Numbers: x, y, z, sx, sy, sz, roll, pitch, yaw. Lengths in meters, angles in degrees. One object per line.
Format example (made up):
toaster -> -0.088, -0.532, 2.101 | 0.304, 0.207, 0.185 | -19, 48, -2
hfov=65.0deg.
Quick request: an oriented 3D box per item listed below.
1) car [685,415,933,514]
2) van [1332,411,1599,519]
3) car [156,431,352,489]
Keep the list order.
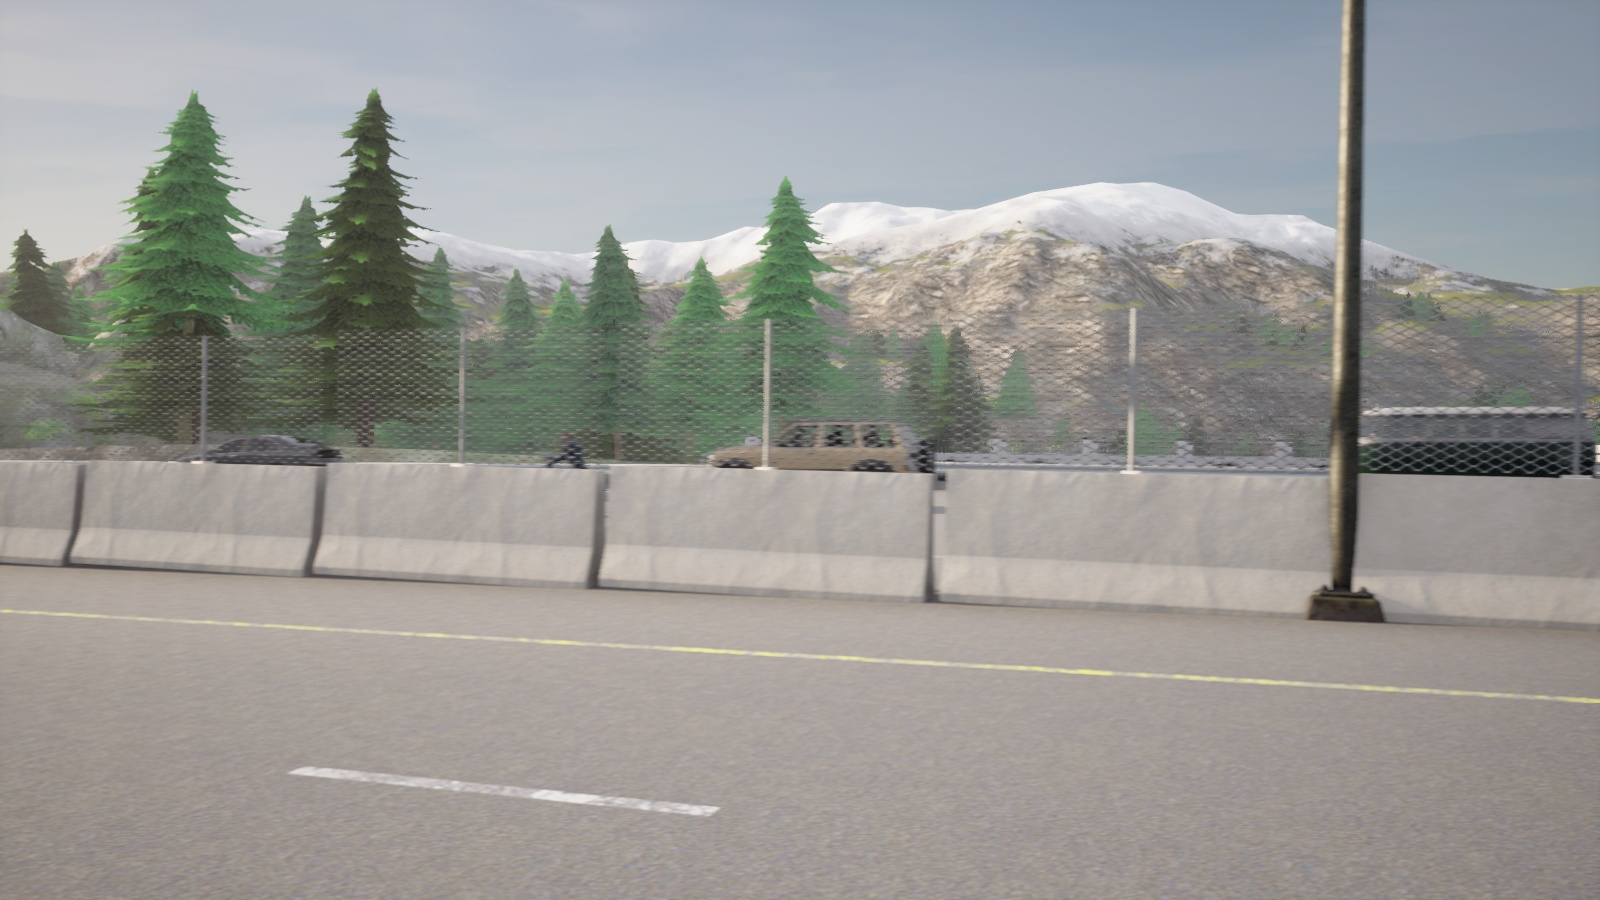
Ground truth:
car -> 0.198, 0.242, 25.270 | 4.605, 1.855, 1.932 | 0, 1, 18
van -> 12.950, 0.237, 24.680 | 4.442, 1.987, 1.775 | 1, 1, 19
car -> -14.793, 0.240, 34.018 | 4.892, 1.490, 1.837 | 0, 1, 19
